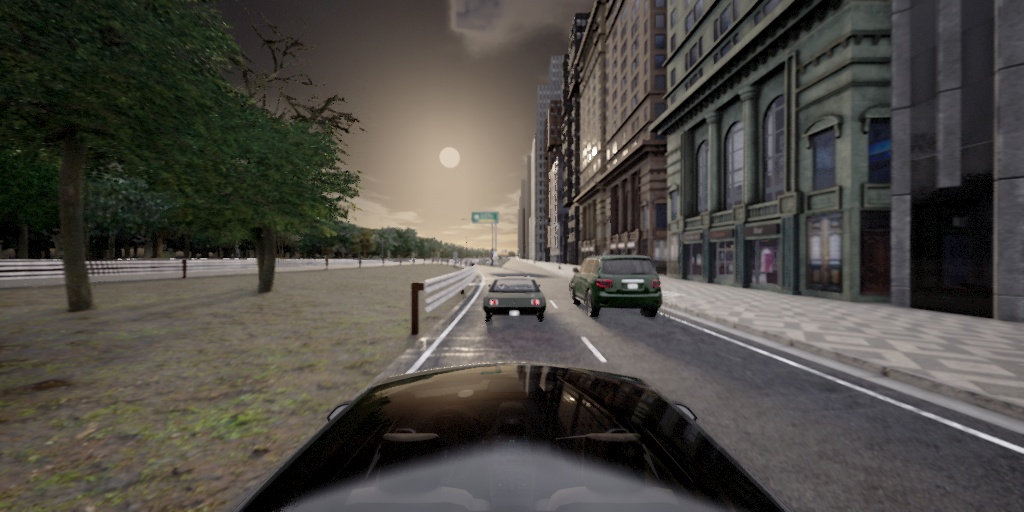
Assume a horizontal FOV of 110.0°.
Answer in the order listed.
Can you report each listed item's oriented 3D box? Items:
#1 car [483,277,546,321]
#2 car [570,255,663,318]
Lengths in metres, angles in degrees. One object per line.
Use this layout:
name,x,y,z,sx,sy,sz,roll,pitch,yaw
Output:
car,0.087,1.383,12.657,1.895,1.301,4.718,0,0,0
car,3.591,1.005,13.295,2.150,2.045,5.566,0,0,0
